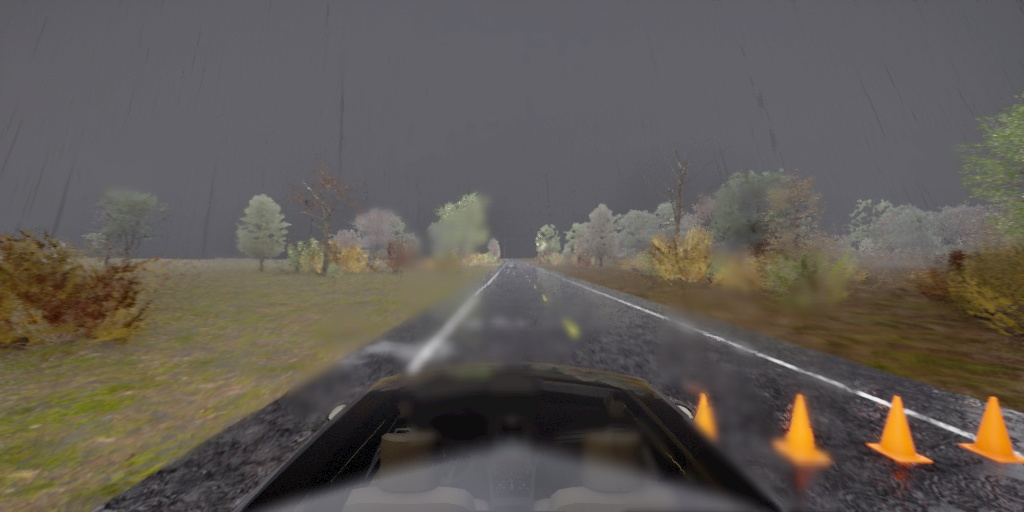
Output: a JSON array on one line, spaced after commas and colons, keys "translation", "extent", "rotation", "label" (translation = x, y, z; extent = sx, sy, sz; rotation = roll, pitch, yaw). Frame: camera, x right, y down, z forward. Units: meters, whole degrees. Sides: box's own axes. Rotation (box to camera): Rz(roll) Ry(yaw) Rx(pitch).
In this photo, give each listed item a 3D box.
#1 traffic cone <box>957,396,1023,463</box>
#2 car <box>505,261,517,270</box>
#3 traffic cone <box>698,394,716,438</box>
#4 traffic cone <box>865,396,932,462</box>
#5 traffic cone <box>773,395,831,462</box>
[{"translation": [4.989, 1.755, 3.716], "extent": [0.340, 0.580, 0.340], "rotation": [0, 0, 0], "label": "traffic cone"}, {"translation": [-0.210, 1.650, 63.593], "extent": [2.128, 1.511, 4.902], "rotation": [0, 0, 0], "label": "car"}, {"translation": [1.989, 1.734, 3.706], "extent": [0.340, 0.580, 0.340], "rotation": [0, 0, 0], "label": "traffic cone"}, {"translation": [3.989, 1.748, 3.713], "extent": [0.340, 0.580, 0.340], "rotation": [0, 0, 0], "label": "traffic cone"}, {"translation": [2.989, 1.741, 3.710], "extent": [0.340, 0.580, 0.340], "rotation": [0, 0, 0], "label": "traffic cone"}]
